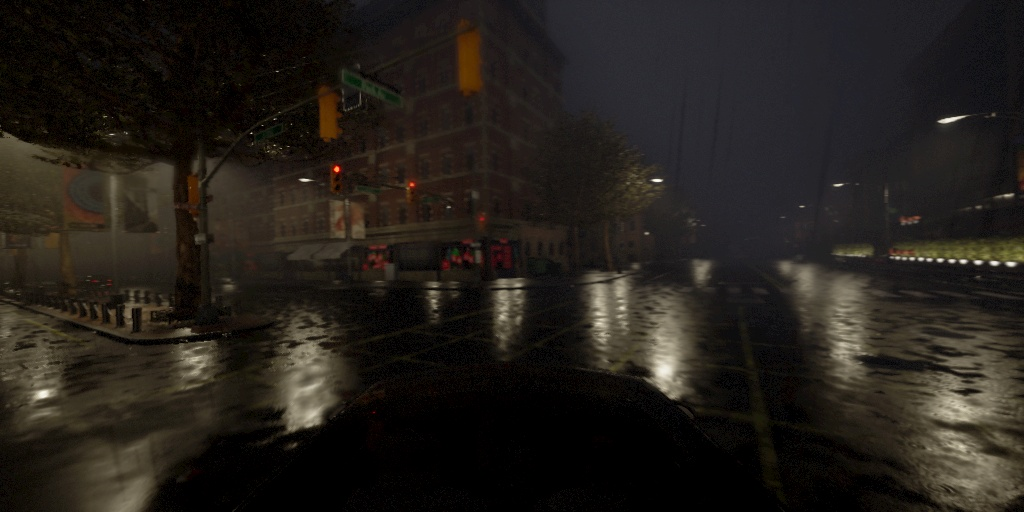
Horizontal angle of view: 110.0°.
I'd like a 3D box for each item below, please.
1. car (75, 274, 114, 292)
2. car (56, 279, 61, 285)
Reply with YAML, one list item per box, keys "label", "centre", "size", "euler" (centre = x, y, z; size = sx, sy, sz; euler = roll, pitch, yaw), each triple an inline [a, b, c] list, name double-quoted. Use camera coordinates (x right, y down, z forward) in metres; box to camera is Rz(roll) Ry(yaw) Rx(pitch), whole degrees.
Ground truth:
- label: "car"
  centre: [-39.298, 2.502, 33.882]
  size: [4.892, 1.490, 1.837]
  euler: [-2, 0, 31]
- label: "car"
  centre: [-48.219, 2.881, 39.313]
  size: [4.718, 1.301, 1.895]
  euler: [-2, 0, 31]
